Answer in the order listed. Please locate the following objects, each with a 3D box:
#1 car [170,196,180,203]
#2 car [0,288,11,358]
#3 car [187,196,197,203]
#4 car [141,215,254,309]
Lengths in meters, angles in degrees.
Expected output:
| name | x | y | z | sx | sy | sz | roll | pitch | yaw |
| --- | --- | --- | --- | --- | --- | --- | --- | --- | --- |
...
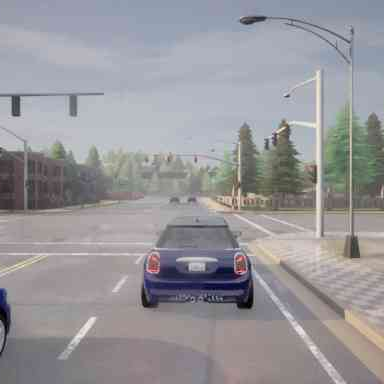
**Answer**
| name | x | y | z | sx | sy | sz | roll | pitch | yaw |
| --- | --- | --- | --- | --- | --- | --- | --- | --- | --- |
| car | -3.503 | 1.505 | 68.348 | 1.837 | 1.490 | 4.892 | 0 | 0 | 0 |
| car | -3.442 | 1.478 | 2.604 | 1.882 | 1.535 | 5.008 | 0 | 0 | 0 |
| car | -0.003 | 1.505 | 68.348 | 1.837 | 1.490 | 4.892 | 0 | 0 | 0 |
| car | 0.154 | 1.352 | 8.060 | 2.097 | 1.767 | 4.553 | 0 | 0 | 2 |
